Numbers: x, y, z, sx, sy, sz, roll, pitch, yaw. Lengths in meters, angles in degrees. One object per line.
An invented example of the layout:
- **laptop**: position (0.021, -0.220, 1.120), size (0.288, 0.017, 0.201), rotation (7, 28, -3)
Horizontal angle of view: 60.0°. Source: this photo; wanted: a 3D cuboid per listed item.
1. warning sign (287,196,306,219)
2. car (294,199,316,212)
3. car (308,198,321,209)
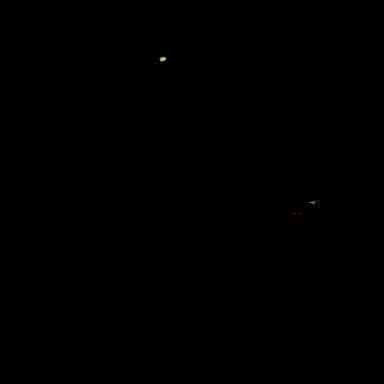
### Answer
- **warning sign**: position (8.623, 1.282, 27.434), size (1.300, 1.860, 1.060), rotation (0, -1, 28)
- **car**: position (14.697, 1.911, 44.017), size (1.895, 1.301, 4.718), rotation (0, -1, 29)
- **car**: position (19.129, 1.744, 52.493), size (2.097, 1.767, 4.553), rotation (0, -1, 28)
